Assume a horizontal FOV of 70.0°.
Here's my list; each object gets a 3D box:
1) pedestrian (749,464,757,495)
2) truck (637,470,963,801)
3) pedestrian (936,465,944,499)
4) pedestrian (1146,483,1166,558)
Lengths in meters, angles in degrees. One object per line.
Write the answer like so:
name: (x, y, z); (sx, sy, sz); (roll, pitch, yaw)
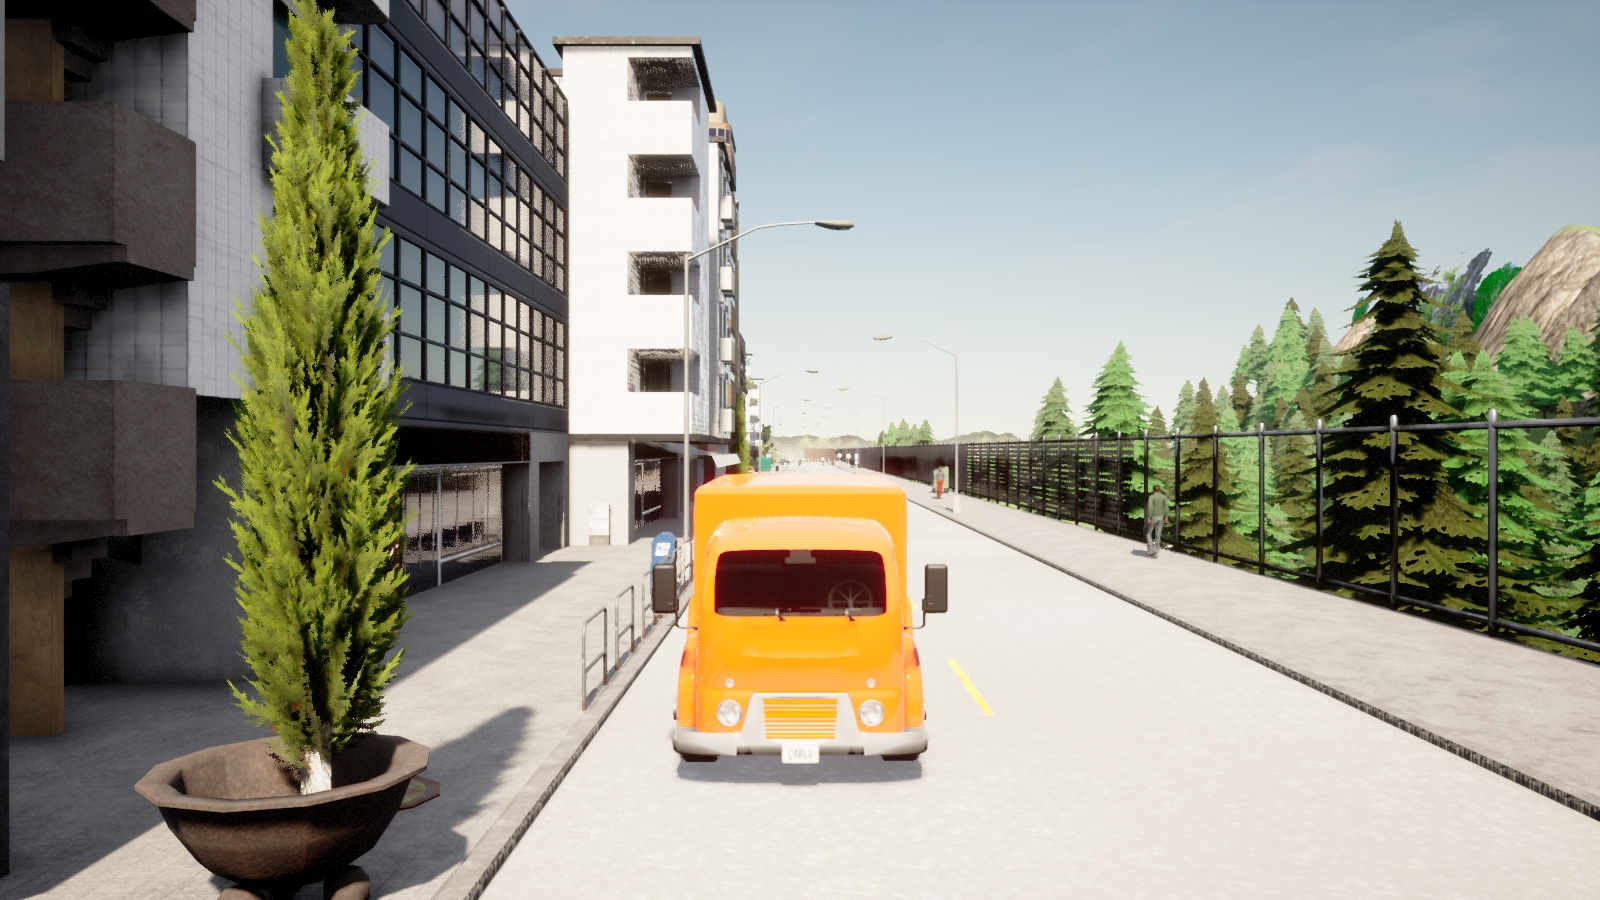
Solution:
pedestrian: (-2.837, 1.771, 68.305); (0.375, 1.860, 0.375); (0, 0, -23)
truck: (0.000, 1.552, 11.855); (2.627, 2.467, 5.204); (0, 1, 0)
pedestrian: (7.672, 1.769, 62.580); (0.375, 1.860, 0.375); (0, 0, 0)
pedestrian: (8.902, 1.756, 28.556); (0.375, 1.860, 0.375); (0, 0, -3)
